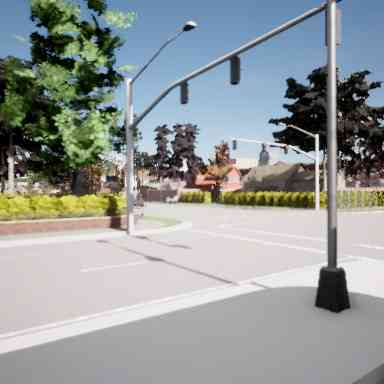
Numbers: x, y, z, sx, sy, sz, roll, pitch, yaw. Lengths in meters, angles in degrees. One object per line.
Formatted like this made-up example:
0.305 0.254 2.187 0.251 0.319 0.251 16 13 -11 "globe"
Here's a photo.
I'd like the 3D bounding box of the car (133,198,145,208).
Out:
-8.217 1.435 44.331 2.033 1.411 5.357 0 0 -36 "car"
